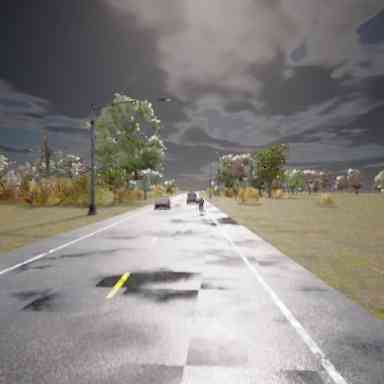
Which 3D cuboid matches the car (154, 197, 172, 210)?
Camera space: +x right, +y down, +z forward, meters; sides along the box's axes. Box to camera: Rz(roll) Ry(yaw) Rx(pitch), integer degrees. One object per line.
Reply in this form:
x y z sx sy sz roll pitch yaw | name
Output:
-3.589 1.349 41.414 1.882 1.535 5.008 0 0 0 | car

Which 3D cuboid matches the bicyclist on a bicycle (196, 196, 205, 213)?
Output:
0.962 1.355 32.485 0.582 1.620 1.656 0 0 0 | bicyclist on a bicycle

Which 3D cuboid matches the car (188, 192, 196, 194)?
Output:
0.001 0.964 75.393 2.150 2.045 5.566 0 0 0 | car

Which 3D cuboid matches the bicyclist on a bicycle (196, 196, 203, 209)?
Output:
0.979 1.303 42.588 0.866 1.612 1.509 0 0 0 | bicyclist on a bicycle

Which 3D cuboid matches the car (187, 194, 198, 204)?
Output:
0.045 1.410 57.925 1.895 1.301 4.718 0 0 1 | car
